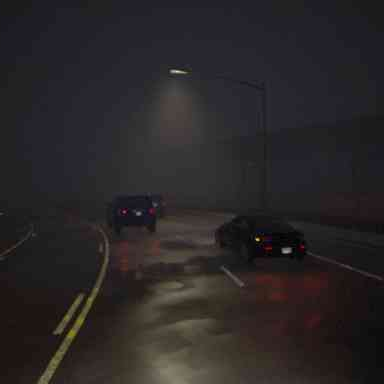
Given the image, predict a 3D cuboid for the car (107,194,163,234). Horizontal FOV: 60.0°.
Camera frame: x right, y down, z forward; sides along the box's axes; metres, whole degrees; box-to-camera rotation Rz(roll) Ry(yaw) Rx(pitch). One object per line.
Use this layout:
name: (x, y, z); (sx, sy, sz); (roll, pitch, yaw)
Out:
car: (-3.644, 1.202, 19.439); (2.150, 2.045, 5.566); (-1, 0, -20)

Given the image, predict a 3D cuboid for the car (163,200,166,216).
car: (-4.211, 1.160, 29.020); (2.150, 2.045, 5.566); (-1, 0, -29)

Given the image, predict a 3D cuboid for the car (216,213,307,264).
car: (2.199, 1.455, 11.532); (1.812, 1.442, 4.674); (-1, 0, -11)

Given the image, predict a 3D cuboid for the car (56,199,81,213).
car: (-14.111, 1.573, 37.879); (2.128, 1.511, 4.902); (-1, 0, -34)
